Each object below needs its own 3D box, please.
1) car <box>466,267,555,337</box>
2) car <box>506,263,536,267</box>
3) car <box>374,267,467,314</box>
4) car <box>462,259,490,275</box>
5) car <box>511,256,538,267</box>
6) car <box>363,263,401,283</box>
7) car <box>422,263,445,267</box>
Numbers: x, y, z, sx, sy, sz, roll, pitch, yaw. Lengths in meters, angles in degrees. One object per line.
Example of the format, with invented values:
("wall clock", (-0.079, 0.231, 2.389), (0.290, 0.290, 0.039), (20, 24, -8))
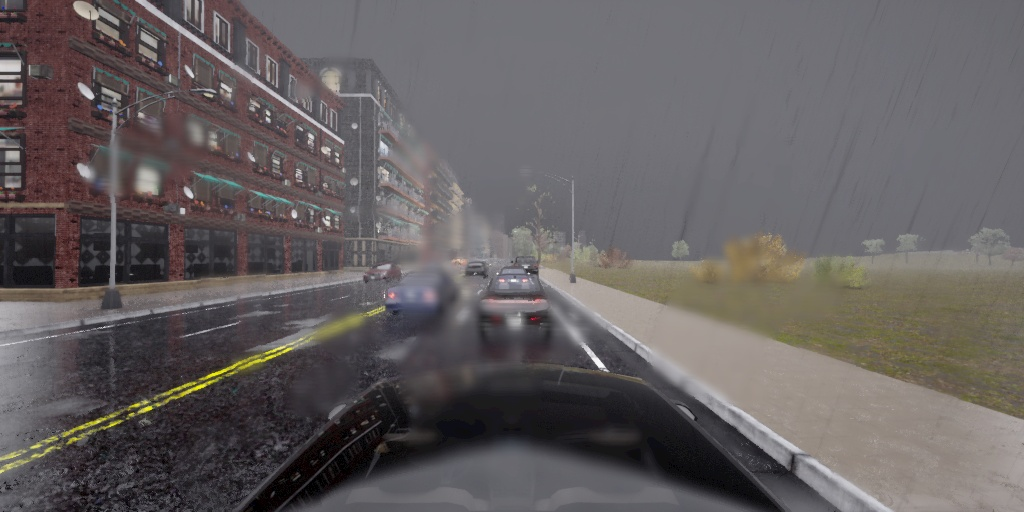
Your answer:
("car", (0.087, 1.243, 10.292), (2.128, 1.511, 4.902), (0, 0, 0))
("car", (0.072, 1.300, 20.732), (2.033, 1.411, 5.357), (0, 0, 0))
("car", (-3.170, 1.299, 13.724), (2.033, 1.411, 5.357), (0, 0, 0))
("car", (-3.204, 1.261, 33.705), (1.837, 1.490, 4.892), (0, 1, 0))
("car", (1.088, 0.979, 30.944), (2.150, 2.045, 5.566), (0, 0, 0))
("car", (-9.895, 1.279, 27.862), (1.812, 1.442, 4.674), (0, 0, 0))
("car", (-6.650, 1.301, 30.182), (2.033, 1.411, 5.357), (0, 0, 0))
